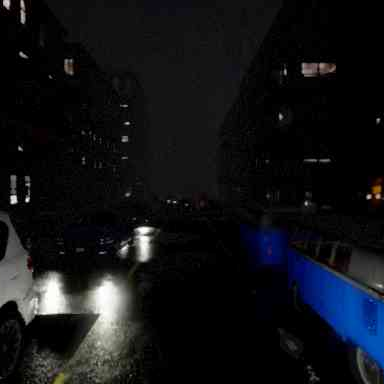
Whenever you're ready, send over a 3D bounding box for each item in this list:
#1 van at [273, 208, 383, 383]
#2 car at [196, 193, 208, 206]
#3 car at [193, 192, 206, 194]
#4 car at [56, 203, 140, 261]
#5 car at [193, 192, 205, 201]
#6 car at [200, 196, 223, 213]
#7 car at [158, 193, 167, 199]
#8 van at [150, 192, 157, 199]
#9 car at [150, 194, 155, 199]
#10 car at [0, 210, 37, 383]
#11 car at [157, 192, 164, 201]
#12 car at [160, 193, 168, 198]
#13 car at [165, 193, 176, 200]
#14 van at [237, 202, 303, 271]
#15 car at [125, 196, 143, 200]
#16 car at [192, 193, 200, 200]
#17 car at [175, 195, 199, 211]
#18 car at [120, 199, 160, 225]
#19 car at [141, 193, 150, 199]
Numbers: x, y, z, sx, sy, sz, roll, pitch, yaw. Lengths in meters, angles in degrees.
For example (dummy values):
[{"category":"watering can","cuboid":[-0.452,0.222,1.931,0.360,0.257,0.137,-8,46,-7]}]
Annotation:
[{"category":"van","cuboid":[2.610,1.299,4.830,1.690,1.788,3.998,-1,0,-1]},{"category":"car","cuboid":[1.838,1.220,44.208,1.752,1.417,4.829,-1,0,-1]},{"category":"car","cuboid":[1.618,0.936,55.239,2.192,1.841,5.009,-1,0,-1]},{"category":"car","cuboid":[-3.314,1.405,12.238,1.882,1.535,5.008,0,0,-1]},{"category":"car","cuboid":[1.397,0.862,66.440,2.192,1.841,5.009,-1,0,-1]},{"category":"car","cuboid":[2.063,1.352,32.837,1.802,1.307,4.206,-1,0,-1]},{"category":"car","cuboid":[-7.308,1.047,83.108,1.802,1.307,4.206,-1,0,-1]},{"category":"van","cuboid":[-6.618,1.028,49.502,1.690,1.788,3.998,-1,0,-1]},{"category":"car","cuboid":[-6.504,1.275,43.903,2.008,1.369,4.403,-1,0,-1]},{"category":"car","cuboid":[-3.119,1.216,2.225,2.150,2.045,5.566,0,0,-1]},{"category":"car","cuboid":[-6.861,0.928,60.703,2.192,1.841,5.009,-1,0,-1]},{"category":"car","cuboid":[-7.418,1.010,88.709,1.802,1.307,4.206,-1,0,-1]},{"category":"car","cuboid":[-4.390,1.043,72.095,1.994,1.385,4.181,0,0,-1]},{"category":"van","cuboid":[2.500,1.261,10.431,1.690,1.788,3.998,-1,0,-1]},{"category":"car","cuboid":[-6.283,1.381,32.702,1.802,1.307,4.206,-1,0,-1]},{"category":"car","cuboid":[0.854,0.932,77.457,1.801,1.575,5.366,0,0,-1]},{"category":"car","cuboid":[-0.603,1.314,37.092,1.994,1.385,4.181,0,0,-1]},{"category":"car","cuboid":[-3.491,1.424,22.307,1.994,1.385,4.181,0,0,0]},{"category":"car","cuboid":[-6.396,1.202,38.301,1.967,1.590,4.097,-1,0,-1]}]
